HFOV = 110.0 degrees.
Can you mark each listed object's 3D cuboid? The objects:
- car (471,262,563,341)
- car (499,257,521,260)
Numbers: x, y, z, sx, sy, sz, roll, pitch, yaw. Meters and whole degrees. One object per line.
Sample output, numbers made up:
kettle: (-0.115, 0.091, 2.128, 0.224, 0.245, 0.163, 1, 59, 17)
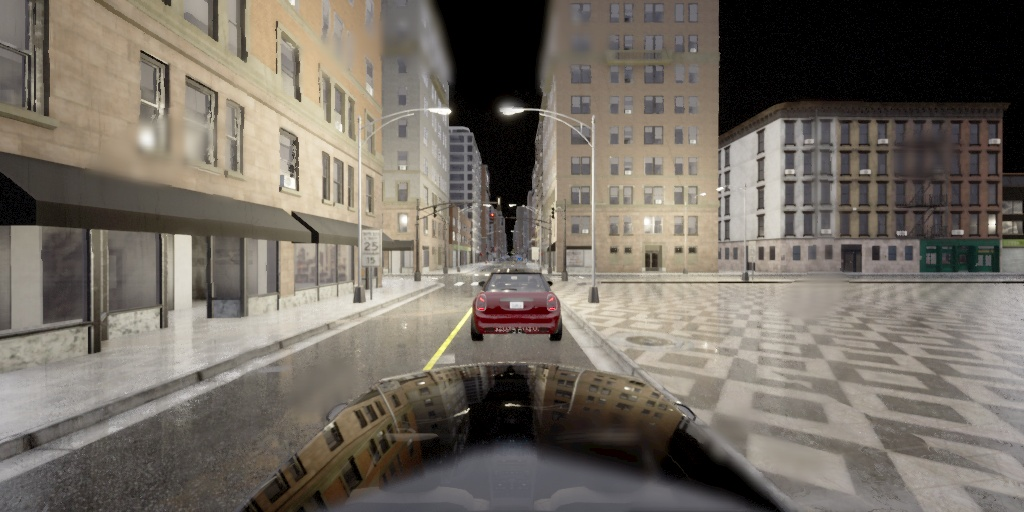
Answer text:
car: (0.105, 1.101, 10.015, 2.097, 1.767, 4.553, 0, 0, 0)
car: (0.056, 1.101, 19.832, 2.097, 1.767, 4.553, 0, 0, -1)
